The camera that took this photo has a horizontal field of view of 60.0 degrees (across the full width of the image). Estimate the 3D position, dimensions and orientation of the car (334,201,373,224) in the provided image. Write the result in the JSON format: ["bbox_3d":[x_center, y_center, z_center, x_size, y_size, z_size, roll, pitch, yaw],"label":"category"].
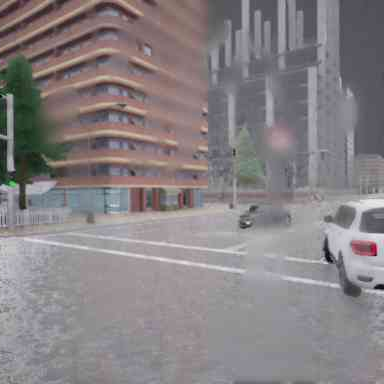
[{"bbox_3d":[12.020,1.422,24.610,1.812,1.442,4.674,0,0,36],"label":"car"}]

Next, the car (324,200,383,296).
[{"bbox_3d":[4.736,1.197,8.419,2.150,2.045,5.566,-2,-1,17],"label":"car"}]

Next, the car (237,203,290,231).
[{"bbox_3d":[4.526,1.466,20.474,1.837,1.490,4.892,0,0,36],"label":"car"}]
